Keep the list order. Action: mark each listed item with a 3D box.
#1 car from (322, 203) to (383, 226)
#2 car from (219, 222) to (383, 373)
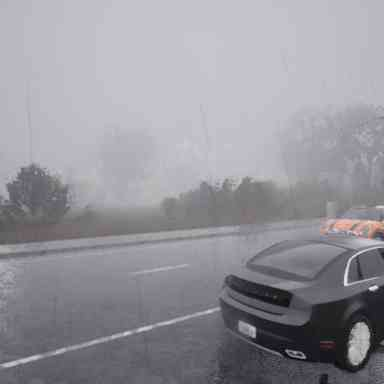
[{"bbox_3d":[7.207,1.354,13.627,4.553,1.767,2.097,0,0,-37],"label":"car"},{"bbox_3d":[2.673,1.506,5.678,4.892,1.490,1.837,0,0,-36],"label":"car"}]
